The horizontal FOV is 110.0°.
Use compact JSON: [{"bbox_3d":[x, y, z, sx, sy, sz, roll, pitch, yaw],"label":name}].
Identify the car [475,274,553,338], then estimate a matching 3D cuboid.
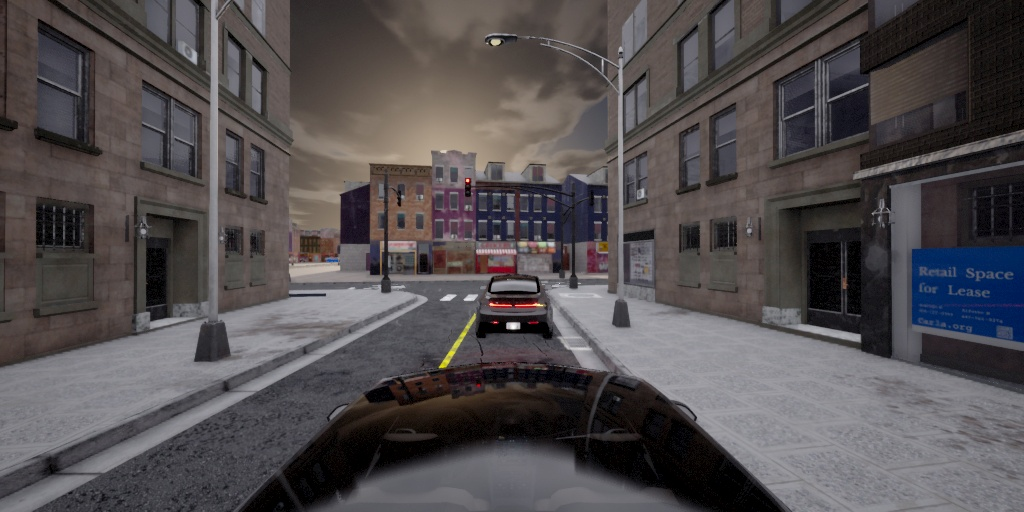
[{"bbox_3d":[0.097,1.255,10.137,1.837,1.490,4.892,0,0,2],"label":"car"}]
